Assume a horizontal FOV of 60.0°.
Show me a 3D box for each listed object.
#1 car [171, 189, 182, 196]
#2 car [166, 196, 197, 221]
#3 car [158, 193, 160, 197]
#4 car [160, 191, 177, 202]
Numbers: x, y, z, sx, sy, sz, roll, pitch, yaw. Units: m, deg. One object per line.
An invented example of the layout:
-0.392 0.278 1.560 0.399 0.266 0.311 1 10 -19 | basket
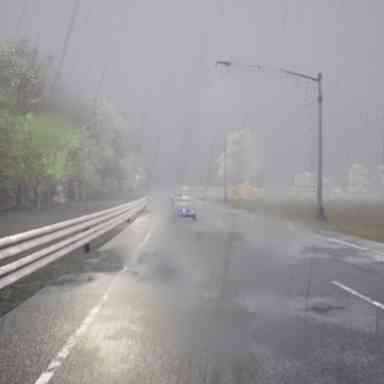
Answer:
-3.505 0.637 80.930 1.837 1.490 4.892 0 1 -7 | car
-0.705 1.301 24.784 2.033 1.411 5.357 0 1 -4 | car
-7.714 0.645 86.685 1.994 1.385 4.181 0 1 -7 | car
-3.995 1.026 56.266 1.895 1.301 4.718 0 1 -7 | car
